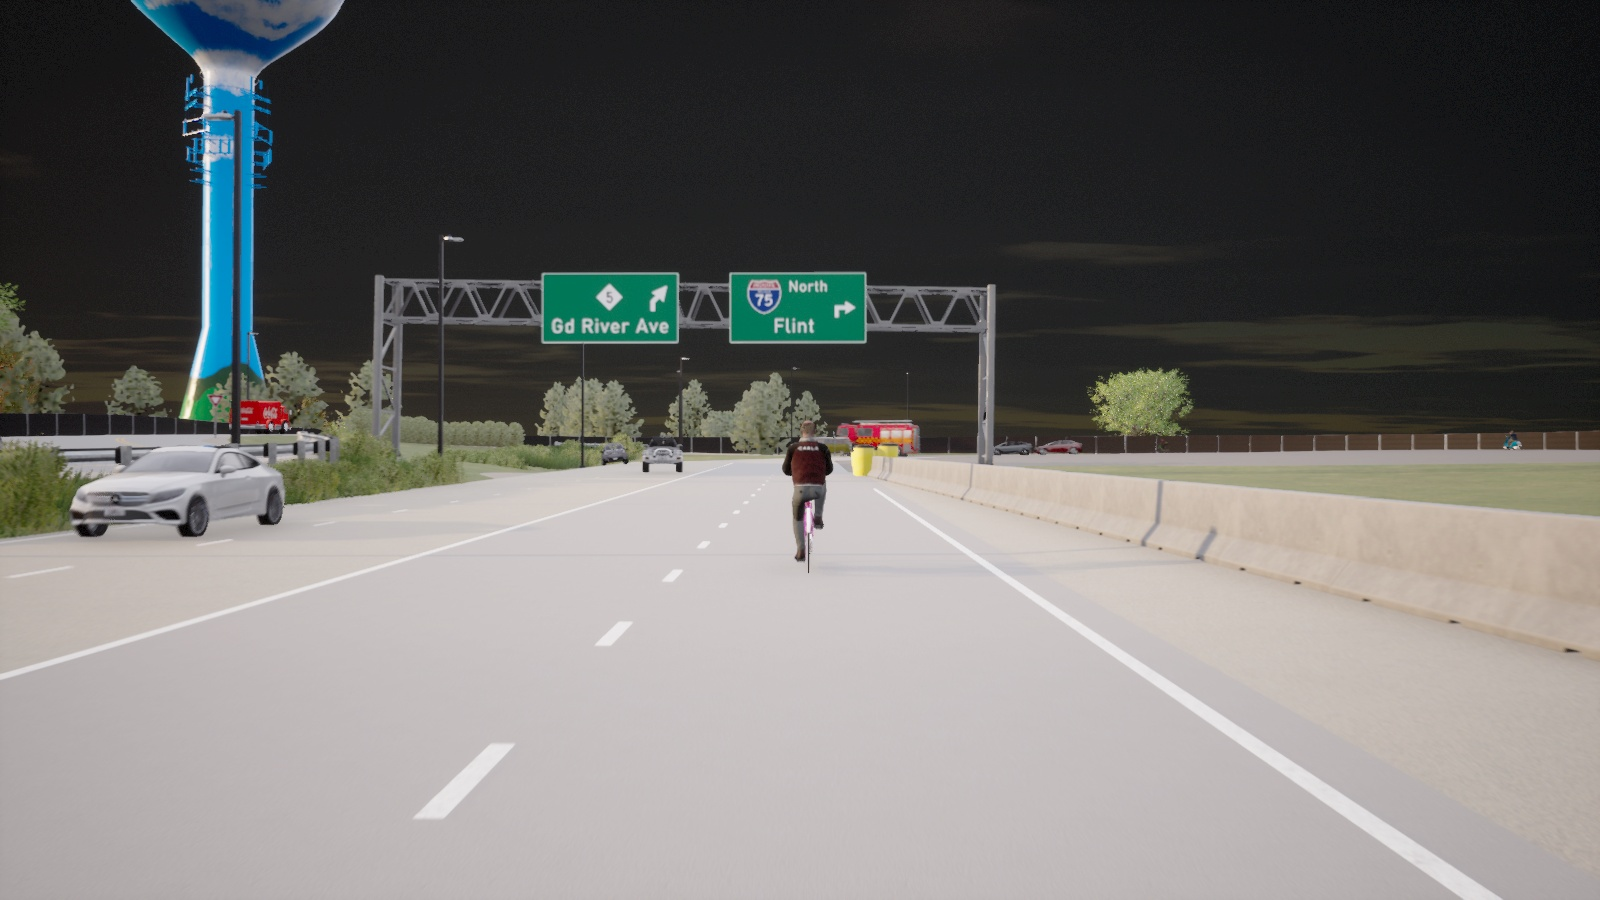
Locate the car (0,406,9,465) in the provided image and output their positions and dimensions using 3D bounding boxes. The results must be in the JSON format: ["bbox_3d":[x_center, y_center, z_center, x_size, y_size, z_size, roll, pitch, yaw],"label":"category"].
[{"bbox_3d":[-20.597,-0.315,30.292,1.970,1.475,3.806,-1,2,-24],"label":"car"}]

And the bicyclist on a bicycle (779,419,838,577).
[{"bbox_3d":[0.101,0.533,15.022,0.659,1.776,1.843,0,1,0],"label":"bicyclist on a bicycle"}]

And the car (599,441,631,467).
[{"bbox_3d":[-12.263,0.276,83.250,1.845,1.501,3.633,-5,0,-10],"label":"car"}]

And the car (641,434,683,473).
[{"bbox_3d":[-6.775,0.167,61.921,1.932,1.855,4.605,0,0,-6],"label":"car"}]

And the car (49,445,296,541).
[{"bbox_3d":[-10.364,0.636,21.189,1.812,1.442,4.674,0,0,0],"label":"car"}]
